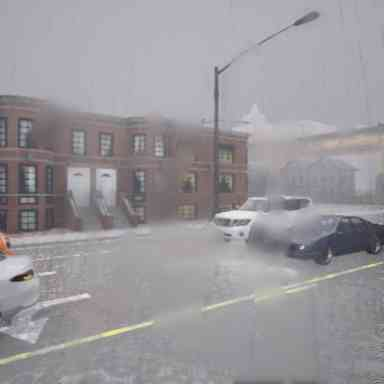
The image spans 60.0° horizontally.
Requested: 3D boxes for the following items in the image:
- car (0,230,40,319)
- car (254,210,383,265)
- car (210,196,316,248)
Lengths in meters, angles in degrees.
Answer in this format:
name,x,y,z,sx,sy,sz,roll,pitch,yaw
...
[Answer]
name,x,y,z,sx,sy,sz,roll,pitch,yaw
car,-4.788,1.528,4.860,4.674,1.442,1.812,0,0,-36
car,4.917,1.525,11.770,5.357,1.411,2.033,0,0,-35
car,3.423,1.198,15.010,5.566,2.045,2.150,0,0,-36
